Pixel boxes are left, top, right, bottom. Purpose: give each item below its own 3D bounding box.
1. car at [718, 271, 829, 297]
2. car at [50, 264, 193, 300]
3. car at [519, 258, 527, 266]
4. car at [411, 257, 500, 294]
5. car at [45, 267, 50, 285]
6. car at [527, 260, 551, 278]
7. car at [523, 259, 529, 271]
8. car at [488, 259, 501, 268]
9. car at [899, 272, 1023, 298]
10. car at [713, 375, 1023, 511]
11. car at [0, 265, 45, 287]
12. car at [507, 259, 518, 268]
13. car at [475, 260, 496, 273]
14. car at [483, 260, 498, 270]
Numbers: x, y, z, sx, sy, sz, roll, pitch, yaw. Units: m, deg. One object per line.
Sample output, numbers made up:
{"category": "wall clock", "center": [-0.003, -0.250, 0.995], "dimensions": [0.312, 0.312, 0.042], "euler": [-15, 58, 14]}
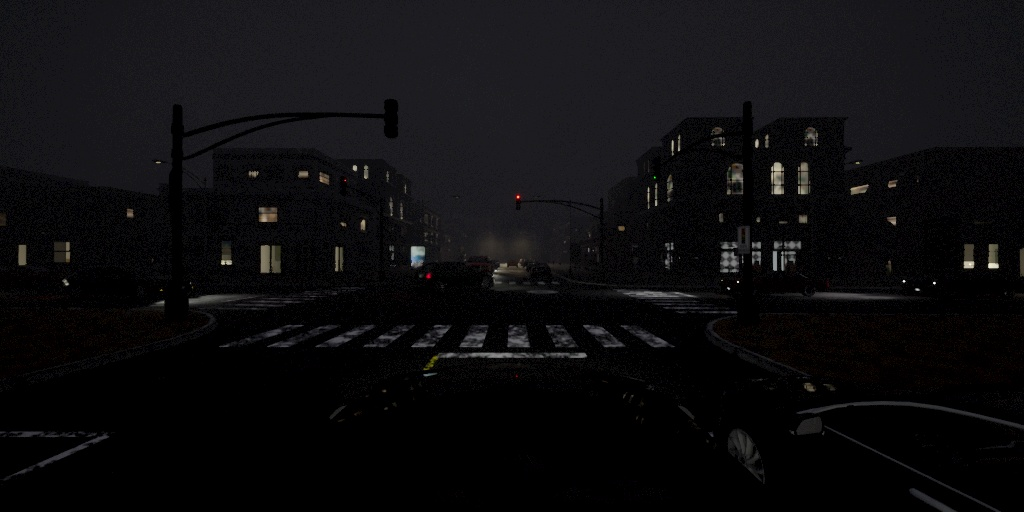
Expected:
{"category": "car", "center": [13.800, 1.432, 19.168], "dimensions": [4.718, 1.301, 1.895], "euler": [0, 0, 1]}
{"category": "car", "center": [-17.493, 1.176, 16.452], "dimensions": [4.892, 1.490, 1.837], "euler": [0, 0, 1]}
{"category": "car", "center": [2.685, 1.309, 61.579], "dimensions": [2.007, 1.370, 4.403], "euler": [0, 0, 0]}
{"category": "car", "center": [-3.289, 1.104, 20.466], "dimensions": [4.553, 1.767, 2.097], "euler": [0, 0, -41]}
{"category": "car", "center": [-25.456, 1.194, 22.362], "dimensions": [4.829, 1.417, 1.751], "euler": [0, 0, 1]}
{"category": "car", "center": [2.688, 1.318, 33.970], "dimensions": [1.948, 1.339, 4.313], "euler": [0, 0, 0]}
{"category": "car", "center": [2.687, 1.336, 45.012], "dimensions": [1.802, 1.307, 4.207], "euler": [0, 0, 0]}
{"category": "car", "center": [-3.056, 1.306, 63.090], "dimensions": [2.033, 1.411, 5.357], "euler": [0, 0, 1]}
{"category": "car", "center": [23.749, 1.481, 19.022], "dimensions": [4.718, 1.301, 1.895], "euler": [0, 0, 1]}
{"category": "car", "center": [2.691, 1.300, 1.580], "dimensions": [2.007, 1.370, 4.403], "euler": [0, 0, 0]}
{"category": "car", "center": [-30.822, 1.227, 22.445], "dimensions": [4.207, 1.307, 1.802], "euler": [0, 0, 1]}
{"category": "car", "center": [0.093, 1.237, 63.896], "dimensions": [1.882, 1.535, 5.008], "euler": [0, 0, 0]}
{"category": "car", "center": [-3.099, 1.245, 43.447], "dimensions": [2.128, 1.511, 4.902], "euler": [0, 0, 1]}
{"category": "car", "center": [-3.103, 1.320, 52.584], "dimensions": [1.994, 1.385, 4.181], "euler": [0, 0, 0]}
